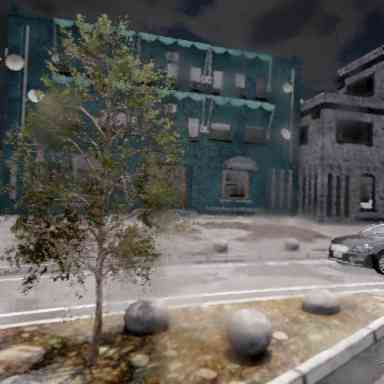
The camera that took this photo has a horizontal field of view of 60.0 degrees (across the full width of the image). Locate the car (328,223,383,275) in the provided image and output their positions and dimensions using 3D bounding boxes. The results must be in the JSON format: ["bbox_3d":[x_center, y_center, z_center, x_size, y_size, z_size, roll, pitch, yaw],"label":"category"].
[{"bbox_3d":[6.851,1.732,10.860,4.902,1.511,2.128,2,-2,-15],"label":"car"}]
